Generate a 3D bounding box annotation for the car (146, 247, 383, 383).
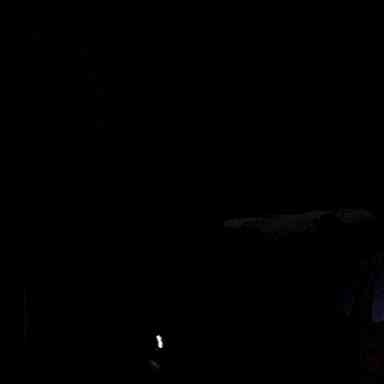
[{"bbox_3d":[2.107,1.549,4.578,5.357,1.411,2.033,0,0,-36],"label":"car"}]
